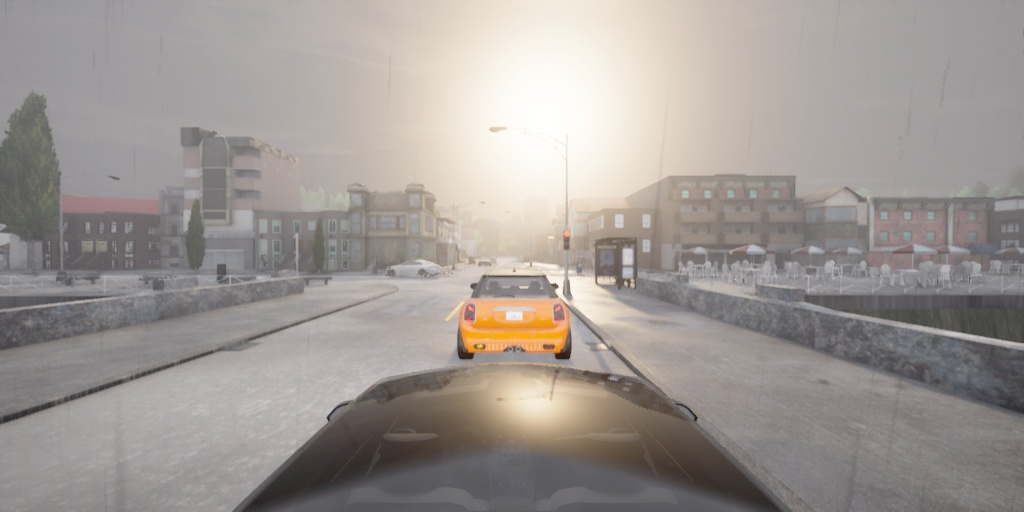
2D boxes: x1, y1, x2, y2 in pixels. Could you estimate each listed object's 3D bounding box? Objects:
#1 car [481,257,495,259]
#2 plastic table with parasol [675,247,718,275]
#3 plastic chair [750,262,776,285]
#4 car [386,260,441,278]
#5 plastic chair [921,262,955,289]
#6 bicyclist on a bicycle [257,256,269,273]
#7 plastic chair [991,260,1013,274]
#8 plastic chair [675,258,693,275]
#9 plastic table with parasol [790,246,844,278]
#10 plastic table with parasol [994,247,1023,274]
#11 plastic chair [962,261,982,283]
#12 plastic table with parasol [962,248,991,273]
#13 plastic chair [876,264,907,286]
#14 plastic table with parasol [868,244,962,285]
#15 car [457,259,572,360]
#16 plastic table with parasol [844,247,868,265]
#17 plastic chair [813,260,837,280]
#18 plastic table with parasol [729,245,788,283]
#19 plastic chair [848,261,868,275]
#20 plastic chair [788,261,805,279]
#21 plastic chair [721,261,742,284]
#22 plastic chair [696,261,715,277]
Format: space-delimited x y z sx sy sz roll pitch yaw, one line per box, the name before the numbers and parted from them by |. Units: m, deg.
car | -4.076 0.875 54.693 1.812 1.442 4.674 0 0 0
plastic table with parasol | 15.918 0.458 30.540 2.482 2.480 2.482 0 0 0
plastic chair | 14.997 1.130 21.461 0.750 1.272 0.730 0 0 0
car | -8.305 1.060 30.204 4.674 1.442 1.812 0 0 13
plastic chair | 23.697 1.142 19.960 0.750 1.272 0.730 0 0 0
bicyclist on a bicycle | -24.022 0.850 34.595 0.582 1.620 1.656 0 1 0
plastic chair | 45.498 1.041 33.359 0.730 1.272 0.750 0 0 0
plastic chair | 14.698 1.061 30.660 0.730 1.272 0.750 0 0 0
plastic table with parasol | 22.897 0.481 27.510 2.482 2.480 2.482 0 0 0
plastic table with parasol | 46.698 0.438 33.239 2.482 2.480 2.482 0 0 0
plastic chair | 30.497 1.113 23.860 0.750 1.272 0.730 0 0 0
plastic table with parasol | 30.507 0.499 25.140 2.482 2.480 2.482 0 0 0
plastic chair | 22.597 1.131 21.360 0.730 1.272 0.750 0 0 0
plastic table with parasol | 23.797 0.528 21.310 2.482 2.480 2.482 0 0 0
car | 0.060 1.052 8.393 2.097 1.767 4.553 0 0 1
plastic table with parasol | 30.227 0.445 32.230 2.482 2.480 2.482 0 0 0
plastic chair | 22.797 1.095 26.160 0.750 1.272 0.730 0 0 0
plastic table with parasol | 15.167 0.517 22.721 2.482 2.480 2.482 0 0 0
plastic chair | 29.898 1.060 30.860 0.750 1.272 0.730 0 0 0
plastic chair | 21.697 1.084 27.560 0.730 1.272 0.750 0 0 0
plastic chair | 13.897 1.120 22.861 0.730 1.272 0.750 0 0 0
plastic chair | 15.797 1.072 29.260 0.750 1.272 0.730 0 0 0
